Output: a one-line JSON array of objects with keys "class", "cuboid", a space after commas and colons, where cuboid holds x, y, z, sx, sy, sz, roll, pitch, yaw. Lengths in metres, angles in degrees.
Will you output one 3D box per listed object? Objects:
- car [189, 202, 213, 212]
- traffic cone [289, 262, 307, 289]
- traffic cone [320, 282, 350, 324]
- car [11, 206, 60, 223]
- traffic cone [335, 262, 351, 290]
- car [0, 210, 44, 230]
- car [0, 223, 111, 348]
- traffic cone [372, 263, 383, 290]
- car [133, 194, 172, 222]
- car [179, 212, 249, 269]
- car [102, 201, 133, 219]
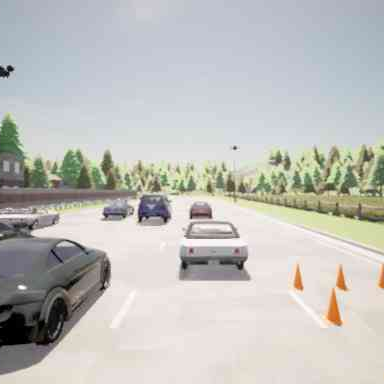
[{"class": "car", "cuboid": [0.753, 1.514, 29.044, 1.994, 1.385, 4.181, 0, 0, 0]}, {"class": "traffic cone", "cuboid": [2.486, 1.949, 7.817, 0.340, 0.580, 0.340, 0, 0, 0]}, {"class": "traffic cone", "cuboid": [2.469, 1.952, 5.817, 0.340, 0.580, 0.340, 0, 0, 0]}, {"class": "car", "cuboid": [-9.822, 1.534, 20.337, 1.895, 1.301, 4.718, 0, 0, 0]}, {"class": "traffic cone", "cuboid": [3.486, 1.952, 7.809, 0.340, 0.580, 0.340, 0, 0, 0]}, {"class": "car", "cuboid": [-6.411, 1.466, 9.630, 1.837, 1.490, 4.892, 0, 0, 0]}, {"class": "car", "cuboid": [-2.937, 1.543, 6.342, 1.994, 1.385, 4.181, 0, 0, 0]}, {"class": "traffic cone", "cuboid": [4.486, 1.955, 7.800, 0.340, 0.580, 0.340, 0, 0, 0]}, {"class": "car", "cuboid": [-2.777, 1.167, 25.538, 2.150, 2.045, 5.566, 0, 0, 0]}, {"class": "car", "cuboid": [0.601, 1.583, 11.078, 1.895, 1.301, 4.718, 0, 0, 0]}, {"class": "car", "cuboid": [-6.251, 1.477, 28.712, 2.033, 1.411, 5.357, 0, 0, 0]}]
